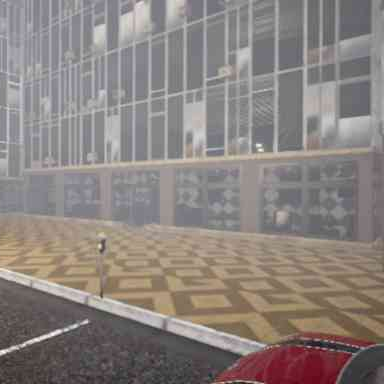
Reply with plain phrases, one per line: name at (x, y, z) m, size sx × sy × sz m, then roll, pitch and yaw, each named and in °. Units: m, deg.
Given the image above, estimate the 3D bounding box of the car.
car at (1.803, 1.445, 1.590) m, size 4.097 × 1.590 × 1.967 m, roll 1°, pitch 0°, yaw 35°
